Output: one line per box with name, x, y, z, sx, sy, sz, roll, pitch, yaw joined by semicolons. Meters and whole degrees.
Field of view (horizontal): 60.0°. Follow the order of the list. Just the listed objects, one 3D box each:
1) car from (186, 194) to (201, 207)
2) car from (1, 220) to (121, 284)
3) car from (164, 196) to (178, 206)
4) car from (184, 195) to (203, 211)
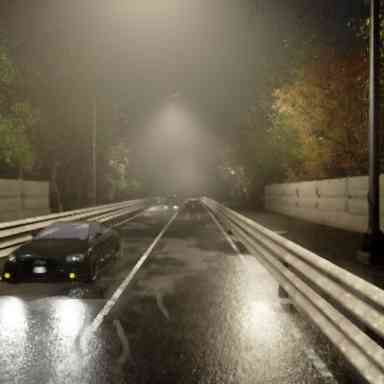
car;0.197;1.182;48.113;2.097;1.767;4.553;0;0;1
car;-3.318;1.496;9.239;1.994;1.385;4.181;0;0;0
car;-3.137;1.365;50.393;1.812;1.442;4.674;0;0;1
car;0.136;1.295;36.346;2.128;1.511;4.902;0;0;0
